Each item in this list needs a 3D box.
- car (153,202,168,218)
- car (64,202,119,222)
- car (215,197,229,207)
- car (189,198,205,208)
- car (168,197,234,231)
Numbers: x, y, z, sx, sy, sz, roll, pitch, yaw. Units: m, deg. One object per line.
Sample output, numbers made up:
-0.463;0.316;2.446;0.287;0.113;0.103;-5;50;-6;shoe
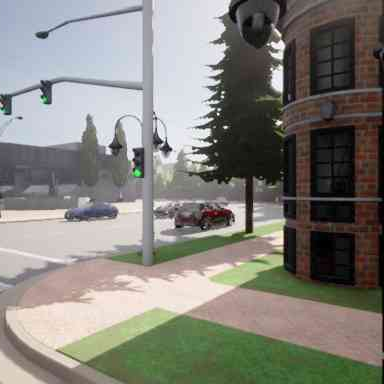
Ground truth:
-1.502;1.555;30.245;2.033;1.411;5.357;0;0;31;car
-7.985;1.535;26.818;1.812;1.442;4.674;0;0;34;car
4.660;1.537;52.407;1.812;1.442;4.674;0;0;1;car
0.764;1.576;47.886;1.994;1.385;4.181;0;0;6;car
0.880;1.356;20.893;2.097;1.767;4.553;0;0;34;car
